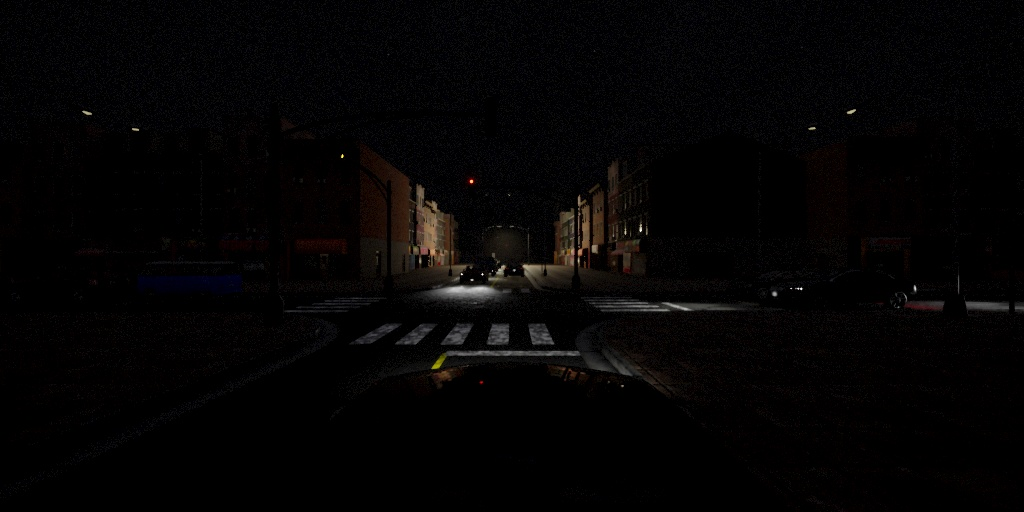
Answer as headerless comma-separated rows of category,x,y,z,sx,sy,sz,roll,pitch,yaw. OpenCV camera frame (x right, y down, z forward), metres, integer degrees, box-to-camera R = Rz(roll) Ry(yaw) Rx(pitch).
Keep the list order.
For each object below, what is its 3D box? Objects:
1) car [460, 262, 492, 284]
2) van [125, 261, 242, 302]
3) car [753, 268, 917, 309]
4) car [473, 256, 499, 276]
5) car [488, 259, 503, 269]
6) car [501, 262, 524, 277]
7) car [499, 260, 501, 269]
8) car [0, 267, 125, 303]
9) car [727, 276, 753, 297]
car,-2.794,1.365,27.295,1.895,1.301,4.718,0,0,0
van,-14.711,1.124,16.411,3.998,1.789,1.690,0,0,0
car,12.660,1.205,13.948,4.902,1.511,2.128,0,0,0
car,-2.775,0.993,37.161,2.150,2.045,5.566,0,0,0
car,-2.676,1.288,57.705,2.128,1.511,4.902,0,0,1
car,0.210,1.335,36.605,1.994,1.385,4.181,0,0,0
car,-2.742,1.284,47.310,1.837,1.490,4.892,0,0,0
car,-20.186,1.239,16.397,4.097,1.591,1.967,0,0,0
car,12.291,1.267,16.480,4.403,1.370,2.007,0,0,0
